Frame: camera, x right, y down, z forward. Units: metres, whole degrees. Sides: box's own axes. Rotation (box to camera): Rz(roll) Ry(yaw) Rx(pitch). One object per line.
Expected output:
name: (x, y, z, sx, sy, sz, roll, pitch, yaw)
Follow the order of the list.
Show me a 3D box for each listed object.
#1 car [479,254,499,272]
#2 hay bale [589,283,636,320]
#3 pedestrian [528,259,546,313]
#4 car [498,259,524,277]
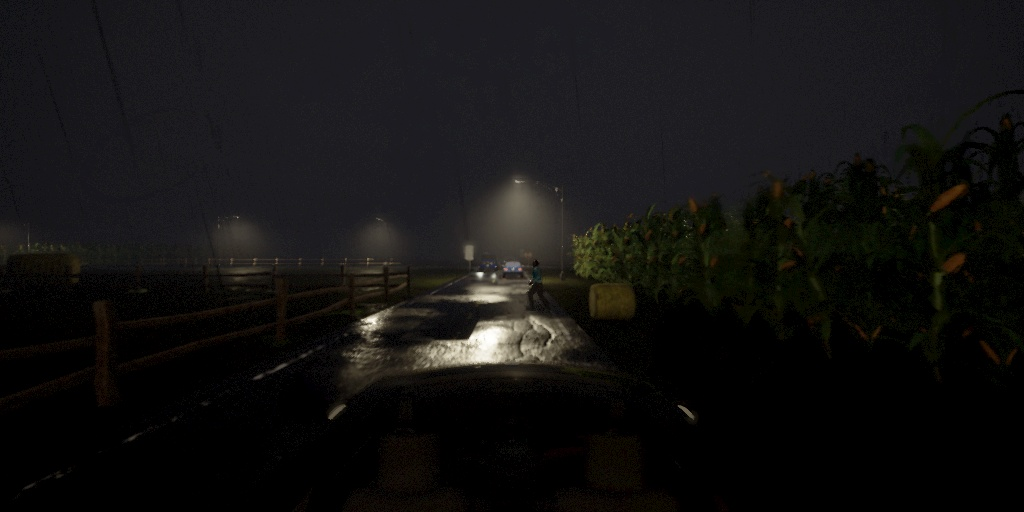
car: (-2.745, 0.763, 43.341, 2.150, 2.045, 5.566, 0, 0, 0)
hay bale: (3.127, 1.361, 11.332, 1.220, 1.180, 1.240, 0, 0, 0)
pedestrian: (0.863, 0.996, 12.245, 0.375, 1.860, 0.375, -1, 1, -5)
car: (0.091, 1.148, 32.472, 2.033, 1.411, 5.357, 0, 0, 0)
